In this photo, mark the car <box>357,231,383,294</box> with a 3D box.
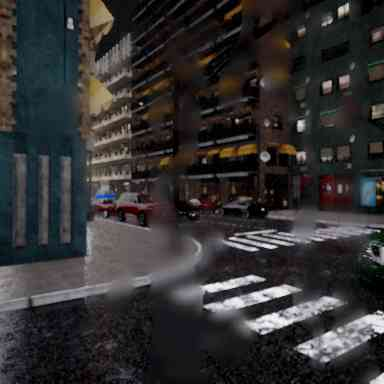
[{"bbox_3d":[6.049,1.183,7.573,5.566,2.045,2.150,0,0,-36],"label":"car"}]

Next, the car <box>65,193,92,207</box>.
[{"bbox_3d":[-13.544,0.892,39.522,1.812,1.442,4.674,0,1,-36],"label":"car"}]

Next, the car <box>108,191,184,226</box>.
[{"bbox_3d":[-2.959,0.986,20.504,2.192,1.841,5.009,1,0,-36],"label":"car"}]

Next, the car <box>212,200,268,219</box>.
[{"bbox_3d":[3.843,1.262,25.389,1.947,1.339,4.313,1,0,-36],"label":"car"}]

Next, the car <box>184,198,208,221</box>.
[{"bbox_3d":[-1.326,1.172,22.637,1.837,1.490,4.892,0,1,-36],"label":"car"}]

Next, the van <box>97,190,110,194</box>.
[{"bbox_3d":[-12.497,0.636,47.942,1.690,1.788,3.998,1,0,-36],"label":"van"}]

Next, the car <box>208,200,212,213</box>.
[{"bbox_3d":[0.574,1.198,29.900,1.802,1.307,4.206,1,0,-36],"label":"car"}]

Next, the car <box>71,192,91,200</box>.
[{"bbox_3d":[-19.038,0.679,56.963,1.887,1.381,4.507,1,0,-36],"label":"car"}]

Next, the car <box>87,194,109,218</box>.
[{"bbox_3d":[-6.234,1.135,25.015,1.887,1.381,4.507,1,0,-36],"label":"car"}]
